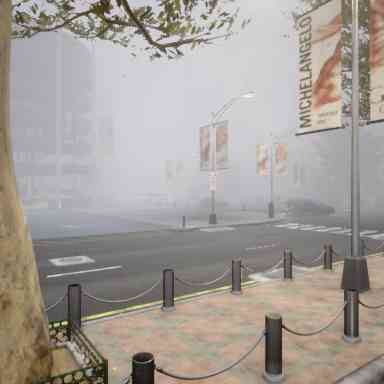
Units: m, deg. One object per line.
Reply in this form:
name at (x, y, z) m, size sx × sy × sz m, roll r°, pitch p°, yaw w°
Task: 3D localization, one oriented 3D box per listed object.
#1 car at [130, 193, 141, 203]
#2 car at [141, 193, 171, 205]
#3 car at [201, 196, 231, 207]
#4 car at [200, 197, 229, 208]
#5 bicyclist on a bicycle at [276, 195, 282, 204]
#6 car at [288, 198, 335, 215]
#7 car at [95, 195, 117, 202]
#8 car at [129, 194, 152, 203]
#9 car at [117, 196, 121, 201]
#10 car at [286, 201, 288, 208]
car at (-10.248, 1.224, 67.836) m, size 5.566 × 2.045 × 2.150 m, roll 0°, pitch 0°, yaw 35°
car at (-6.120, 1.214, 59.607) m, size 2.150 × 2.045 × 5.566 m, roll 0°, pitch 1°, yaw -43°
car at (3.755, 1.491, 52.328) m, size 2.128 × 1.511 × 4.902 m, roll 0°, pitch 0°, yaw -36°
car at (3.113, 1.477, 47.236) m, size 1.882 × 1.535 × 5.008 m, roll 0°, pitch 0°, yaw -35°
bicyclist on a bicycle at (15.756, 1.300, 60.497) m, size 1.656 × 1.620 × 0.582 m, roll 0°, pitch 0°, yaw -36°
car at (12.413, 1.564, 34.082) m, size 1.994 × 1.385 × 4.181 m, roll 0°, pitch 0°, yaw -35°
car at (-20.459, 1.450, 76.320) m, size 4.892 × 1.490 × 1.837 m, roll 0°, pitch 0°, yaw 12°
car at (-11.219, 1.355, 72.603) m, size 4.553 × 1.767 × 2.097 m, roll 0°, pitch 0°, yaw 26°
car at (-19.495, 1.418, 79.685) m, size 5.008 × 1.535 × 1.882 m, roll 0°, pitch 0°, yaw 12°
car at (13.277, 1.493, 38.927) m, size 2.128 × 1.511 × 4.902 m, roll 0°, pitch 0°, yaw -35°
